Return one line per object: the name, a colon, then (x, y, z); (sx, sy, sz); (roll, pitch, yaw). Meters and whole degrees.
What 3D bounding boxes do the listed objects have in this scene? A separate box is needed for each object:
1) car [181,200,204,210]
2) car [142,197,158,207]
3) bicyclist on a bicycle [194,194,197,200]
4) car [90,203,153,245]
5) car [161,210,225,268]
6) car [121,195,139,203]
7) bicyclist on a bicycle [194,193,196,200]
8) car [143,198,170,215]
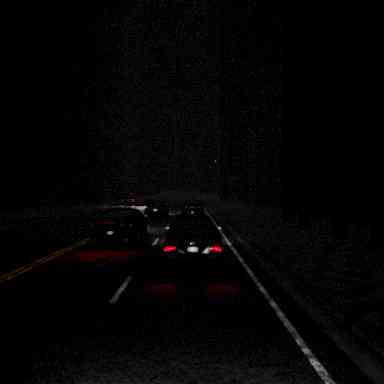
car: (0.059, 1.472, 29.935); (2.128, 1.511, 4.902); (0, 0, 0)
car: (-6.601, 1.531, 52.441); (1.895, 1.301, 4.718); (0, 0, 0)
bicyclist on a bicycle: (0.855, 1.289, 82.344); (0.582, 1.620, 1.656); (0, 0, 0)
car: (-3.181, 1.471, 15.437); (1.882, 1.535, 5.008); (0, -1, 0)
car: (0.041, 1.543, 11.180); (2.033, 1.411, 5.357); (0, 0, 0)
car: (-9.848, 1.282, 52.855); (2.097, 1.767, 4.553); (0, 0, 0)
bicyclist on a bicycle: (0.852, 1.163, 91.339); (0.659, 1.776, 1.843); (0, 1, 0)
car: (-3.188, 1.541, 31.006); (1.994, 1.385, 4.181); (0, 0, 0)
